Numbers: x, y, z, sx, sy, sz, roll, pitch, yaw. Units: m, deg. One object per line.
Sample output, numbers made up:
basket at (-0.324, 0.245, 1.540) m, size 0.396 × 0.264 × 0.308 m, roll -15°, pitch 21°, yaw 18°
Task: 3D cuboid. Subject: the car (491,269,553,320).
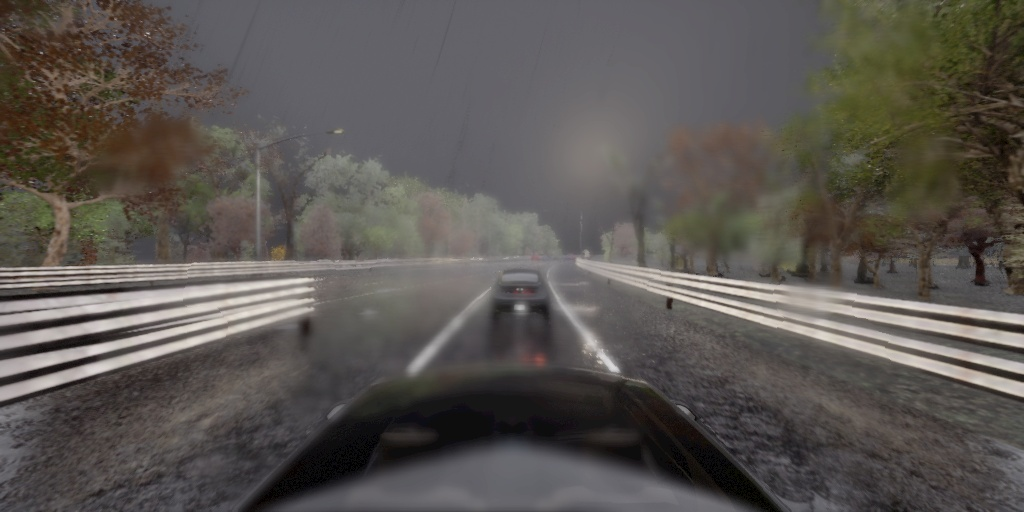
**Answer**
car at (0.357, 1.198, 12.439) m, size 1.837 × 1.490 × 4.892 m, roll 0°, pitch 0°, yaw 2°
